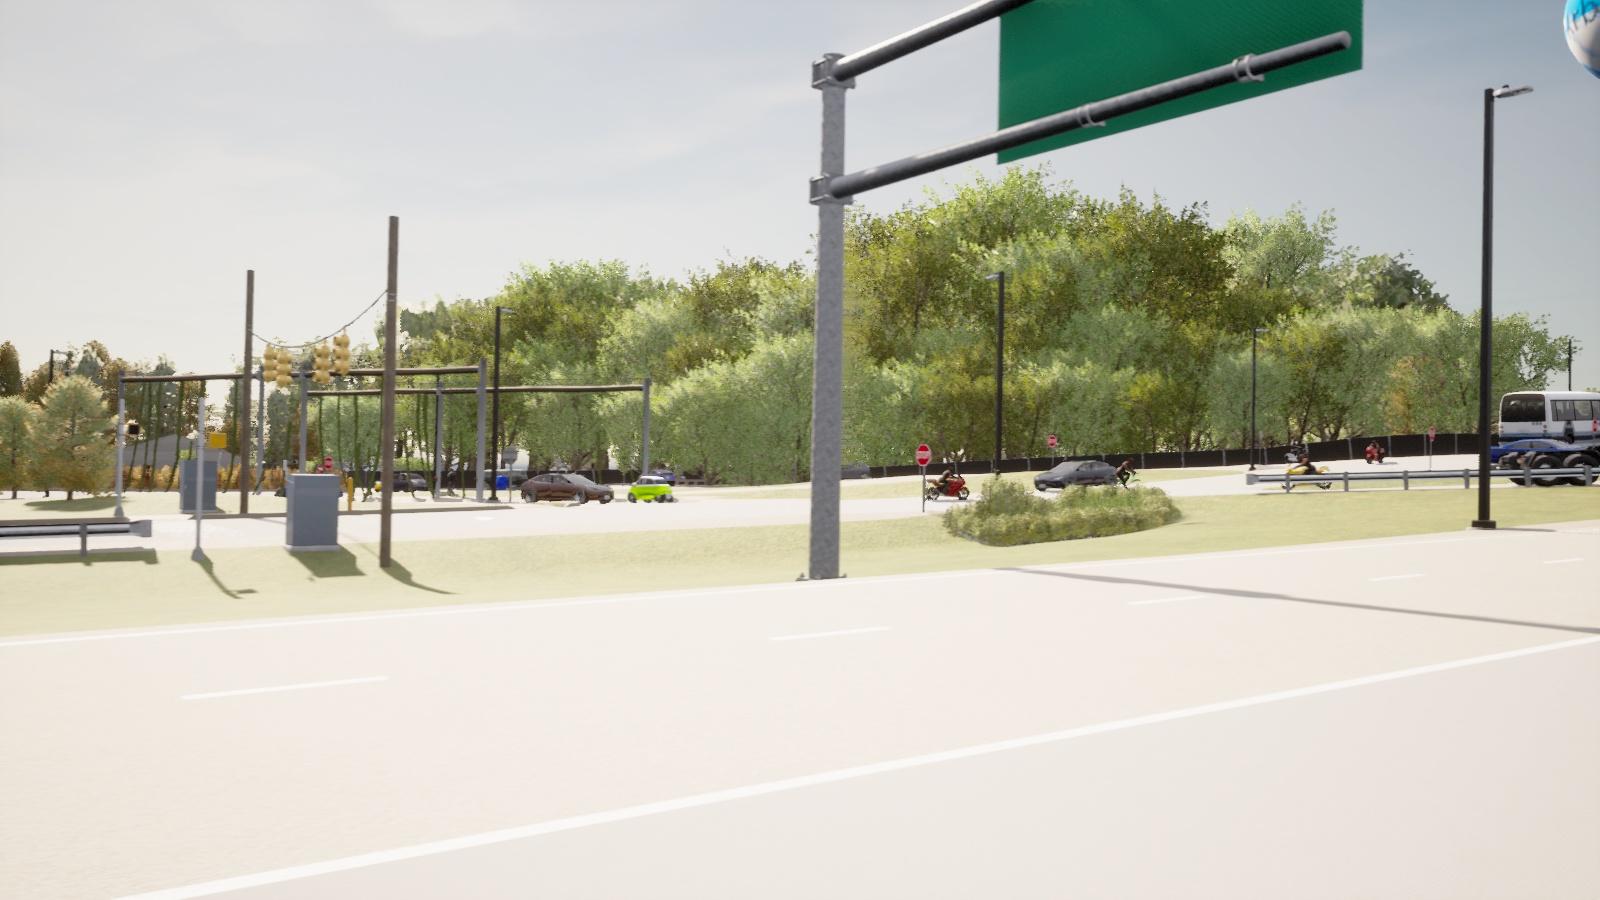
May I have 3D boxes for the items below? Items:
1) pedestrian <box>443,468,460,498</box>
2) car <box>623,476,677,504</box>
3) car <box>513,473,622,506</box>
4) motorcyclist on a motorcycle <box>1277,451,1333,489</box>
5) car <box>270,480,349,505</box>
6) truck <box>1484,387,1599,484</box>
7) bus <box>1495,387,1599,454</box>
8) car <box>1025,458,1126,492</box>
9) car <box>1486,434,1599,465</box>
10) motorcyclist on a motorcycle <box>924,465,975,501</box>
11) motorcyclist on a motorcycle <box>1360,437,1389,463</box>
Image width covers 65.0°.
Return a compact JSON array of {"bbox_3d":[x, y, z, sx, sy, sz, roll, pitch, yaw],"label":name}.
[{"bbox_3d":[-21.917,2.086,79.049,0.849,1.883,0.563,0,-1,29],"label":"pedestrian"},{"bbox_3d":[-7.552,2.024,63.195,2.207,1.376,1.481,-2,-2,31],"label":"car"},{"bbox_3d":[-10.972,1.880,59.177,4.792,1.488,2.163,-2,-2,30],"label":"car"},{"bbox_3d":[21.185,0.849,52.736,2.044,1.523,0.797,-2,-2,16],"label":"motorcyclist on a motorcycle"},{"bbox_3d":[-29.429,2.553,75.307,4.674,1.442,1.812,-1,-2,29],"label":"car"},{"bbox_3d":[30.466,-0.573,46.980,7.936,3.462,2.891,-2,-1,12],"label":"truck"},{"bbox_3d":[51.649,-2.030,85.009,10.273,4.253,3.944,-2,1,-35],"label":"bus"},{"bbox_3d":[13.687,1.213,62.287,4.792,1.488,2.163,-2,1,-36],"label":"car"},{"bbox_3d":[40.467,-0.019,68.482,5.008,1.535,1.882,-1,1,43],"label":"car"},{"bbox_3d":[6.494,1.436,54.695,2.044,1.523,0.797,-1,-1,-14],"label":"motorcyclist on a motorcycle"},{"bbox_3d":[35.465,-0.014,77.500,2.044,1.523,0.797,-3,2,-39],"label":"motorcyclist on a motorcycle"}]
